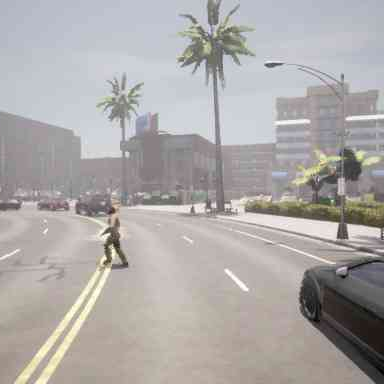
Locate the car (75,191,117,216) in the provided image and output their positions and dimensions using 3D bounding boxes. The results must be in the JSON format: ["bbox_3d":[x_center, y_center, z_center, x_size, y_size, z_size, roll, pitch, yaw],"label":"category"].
[{"bbox_3d":[-9.659,1.222,32.498,2.150,2.045,5.566,0,0,-36],"label":"car"}]

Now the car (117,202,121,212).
[{"bbox_3d":[-10.082,1.478,38.432,1.882,1.535,5.008,0,0,-41],"label":"car"}]

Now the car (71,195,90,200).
[{"bbox_3d":[-30.280,1.574,90.273,4.718,1.301,1.895,0,0,18],"label":"car"}]

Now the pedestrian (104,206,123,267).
[{"bbox_3d":[-2.339,1.294,9.906,0.375,1.860,0.375,0,0,-9],"label":"pedestrian"}]

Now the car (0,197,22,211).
[{"bbox_3d":[-22.656,1.601,40.293,4.718,1.301,1.895,0,0,35],"label":"car"}]

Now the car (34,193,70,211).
[{"bbox_3d":[-16.843,1.352,40.317,4.553,1.767,2.097,0,0,39],"label":"car"}]

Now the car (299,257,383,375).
[{"bbox_3d":[3.100,1.564,4.614,1.994,1.385,4.181,0,0,-4],"label":"car"}]

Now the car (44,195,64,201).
[{"bbox_3d":[-33.346,1.405,80.228,4.193,1.474,1.816,0,0,18],"label":"car"}]
